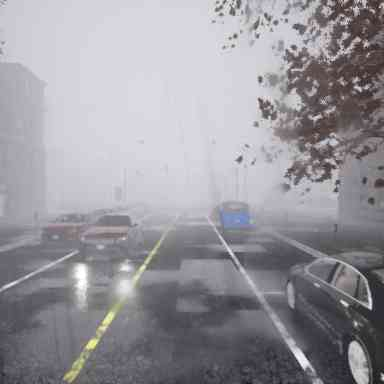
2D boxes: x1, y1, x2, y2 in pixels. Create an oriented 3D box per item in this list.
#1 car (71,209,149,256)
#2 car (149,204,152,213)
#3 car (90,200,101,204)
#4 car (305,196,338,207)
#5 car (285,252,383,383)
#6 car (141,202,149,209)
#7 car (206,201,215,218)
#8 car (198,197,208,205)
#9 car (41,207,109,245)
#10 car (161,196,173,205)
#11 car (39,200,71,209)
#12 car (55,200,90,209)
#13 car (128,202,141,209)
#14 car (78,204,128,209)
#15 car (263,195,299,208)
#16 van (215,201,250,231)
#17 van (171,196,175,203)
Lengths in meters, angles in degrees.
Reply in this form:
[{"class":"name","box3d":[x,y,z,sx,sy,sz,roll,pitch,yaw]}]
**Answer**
[{"class":"car","box3d":[-3.102,1.623,13.614,1.812,1.442,4.674,0,0,0]},{"class":"car","box3d":[-5.697,1.816,38.291,1.887,1.381,4.507,0,0,0]},{"class":"car","box3d":[-18.203,2.141,58.606,4.313,1.339,1.947,-1,1,-1]},{"class":"car","box3d":[19.931,1.456,50.911,5.009,1.841,2.192,-1,1,-1]},{"class":"car","box3d":[2.687,1.588,5.028,2.008,1.369,4.403,-1,0,0]},{"class":"car","box3d":[-5.697,1.756,32.577,1.752,1.417,4.829,0,0,0]},{"class":"car","box3d":[2.685,1.798,32.748,1.947,1.339,4.313,-1,0,0]},{"class":"car","box3d":[2.680,2.026,70.980,1.752,1.417,4.829,-1,0,0]},{"class":"car","box3d":[-5.694,1.660,16.115,1.887,1.381,4.507,0,0,0]},{"class":"car","box3d":[-5.700,2.081,70.809,1.802,1.307,4.206,0,0,0]},{"class":"car","box3d":[-24.026,2.169,58.500,4.829,1.417,1.752,-1,1,-1]},{"class":"car","box3d":[-18.084,2.030,50.258,4.097,1.590,1.967,-1,1,-1]},{"class":"car","box3d":[-5.696,1.738,27.203,1.887,1.381,4.507,0,0,0]},{"class":"car","box3d":[-5.696,1.699,21.659,1.887,1.381,4.507,0,0,0]},{"class":"car","box3d":[14.227,1.424,53.510,5.566,2.045,2.150,-1,0,-1]},{"class":"van","box3d":[2.684,1.496,21.662,1.690,1.788,3.998,-1,0,0]},{"class":"van","box3d":[-5.703,1.918,81.902,1.690,1.788,3.998,0,0,0]}]
